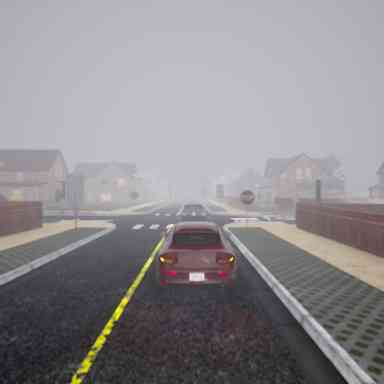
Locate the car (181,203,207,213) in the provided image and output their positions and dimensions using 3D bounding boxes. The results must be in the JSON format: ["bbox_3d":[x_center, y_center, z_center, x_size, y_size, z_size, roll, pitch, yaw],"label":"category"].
[{"bbox_3d":[0.121,1.534,24.801,2.033,1.411,5.357,0,0,0],"label":"car"}]

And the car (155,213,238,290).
[{"bbox_3d":[0.107,1.513,8.896,1.812,1.442,4.674,0,0,0],"label":"car"}]

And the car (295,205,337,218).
[{"bbox_3d":[11.115,1.603,28.801,4.181,1.385,1.994,0,0,0],"label":"car"}]

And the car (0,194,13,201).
[{"bbox_3d":[-15.431,1.134,25.804,5.566,2.045,2.150,0,0,0],"label":"car"}]
